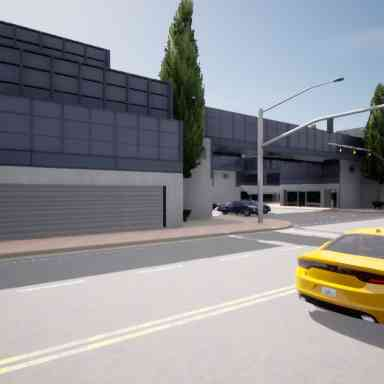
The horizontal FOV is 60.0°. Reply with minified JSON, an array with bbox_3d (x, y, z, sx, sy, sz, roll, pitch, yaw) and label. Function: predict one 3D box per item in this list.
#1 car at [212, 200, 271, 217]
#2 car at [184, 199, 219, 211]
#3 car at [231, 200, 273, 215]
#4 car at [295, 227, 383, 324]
[{"bbox_3d":[4.675,1.547,32.105,2.033,1.411,5.357,0,0,-37],"label":"car"},{"bbox_3d":[1.162,1.601,42.622,1.895,1.301,4.718,0,0,-37],"label":"car"},{"bbox_3d":[6.397,1.564,35.640,1.994,1.385,4.181,0,0,-37],"label":"car"},{"bbox_3d":[4.252,1.478,6.880,5.008,1.535,1.882,0,0,-36],"label":"car"}]
